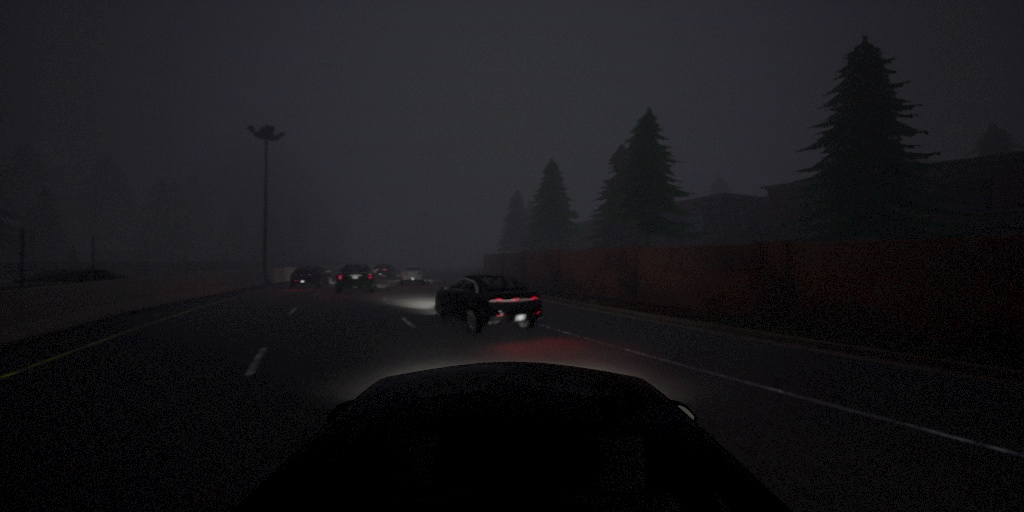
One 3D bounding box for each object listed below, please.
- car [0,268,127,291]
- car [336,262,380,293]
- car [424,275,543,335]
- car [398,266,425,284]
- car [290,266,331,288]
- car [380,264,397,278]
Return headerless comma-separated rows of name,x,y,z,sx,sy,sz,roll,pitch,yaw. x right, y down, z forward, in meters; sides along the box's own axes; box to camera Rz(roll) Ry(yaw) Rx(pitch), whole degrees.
car,-18.179,1.275,14.709,1.837,1.490,4.892,0,0,-21
car,-9.676,1.261,22.574,2.097,1.767,4.553,1,-1,-19
car,-0.929,1.334,11.071,2.128,1.511,4.902,1,-1,-28
car,-8.174,1.517,29.470,1.812,1.442,4.674,0,-1,-16
car,-14.335,1.417,25.699,1.837,1.490,4.892,1,0,-16
car,-13.588,1.557,38.447,1.837,1.490,4.892,0,0,-9
